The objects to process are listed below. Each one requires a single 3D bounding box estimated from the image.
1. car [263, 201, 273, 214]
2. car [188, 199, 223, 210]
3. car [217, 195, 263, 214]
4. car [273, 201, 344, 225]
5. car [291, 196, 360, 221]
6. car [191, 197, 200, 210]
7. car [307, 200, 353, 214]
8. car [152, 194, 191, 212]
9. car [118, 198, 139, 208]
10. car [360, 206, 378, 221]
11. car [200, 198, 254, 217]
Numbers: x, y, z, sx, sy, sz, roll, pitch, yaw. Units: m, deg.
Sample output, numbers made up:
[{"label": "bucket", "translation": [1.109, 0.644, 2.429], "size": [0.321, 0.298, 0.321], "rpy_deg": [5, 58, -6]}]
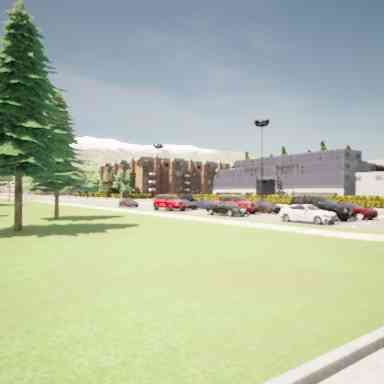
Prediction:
[{"label": "car", "translation": [8.064, 1.752, 38.583], "size": [2.033, 1.411, 5.357], "rpy_deg": [1, 0, -36]}, {"label": "car", "translation": [1.844, 1.751, 47.128], "size": [2.033, 1.411, 5.357], "rpy_deg": [0, 0, -35]}, {"label": "car", "translation": [4.804, 1.401, 37.121], "size": [2.150, 2.045, 5.566], "rpy_deg": [1, 0, -36]}, {"label": "car", "translation": [8.863, 1.682, 25.675], "size": [1.812, 1.442, 4.674], "rpy_deg": [0, 0, -35]}, {"label": "car", "translation": [10.961, 1.402, 28.698], "size": [2.150, 2.045, 5.566], "rpy_deg": [1, 0, -36]}, {"label": "car", "translation": [-1.381, 1.726, 45.611], "size": [2.033, 1.411, 5.357], "rpy_deg": [1, 0, -36]}, {"label": "car", "translation": [16.743, 1.741, 40.605], "size": [1.882, 1.535, 5.008], "rpy_deg": [1, 0, -36]}, {"label": "car", "translation": [-2.904, 1.376, 41.759], "size": [2.150, 2.045, 5.566], "rpy_deg": [1, 0, -36]}, {"label": "car", "translation": [-9.864, 1.680, 51.468], "size": [1.812, 1.442, 4.674], "rpy_deg": [0, 0, -35]}, {"label": "car", "translation": [14.149, 1.683, 30.265], "size": [1.882, 1.535, 5.008], "rpy_deg": [1, 0, -36]}, {"label": "car", "translation": [3.378, 1.647, 33.137], "size": [2.128, 1.511, 4.902], "rpy_deg": [1, 0, -36]}]
